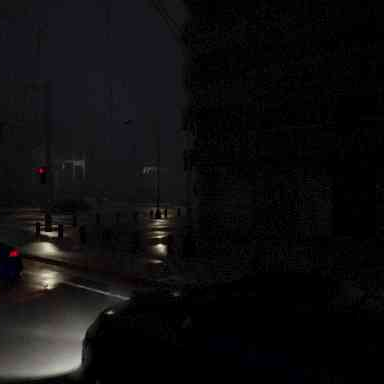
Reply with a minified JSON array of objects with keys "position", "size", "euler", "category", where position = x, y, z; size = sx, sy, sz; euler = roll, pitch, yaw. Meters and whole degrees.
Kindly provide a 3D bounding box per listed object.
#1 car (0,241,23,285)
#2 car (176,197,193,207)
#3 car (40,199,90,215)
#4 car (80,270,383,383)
[{"position":[-6.097,1.564,8.319],"size":[4.181,1.385,1.994],"euler":[0,0,36],"category":"car"},{"position":[-0.148,1.492,50.296],"size":[2.033,1.411,5.357],"euler":[0,0,36],"category":"car"},{"position":[-12.565,1.449,33.121],"size":[1.837,1.490,4.892],"euler":[0,0,36],"category":"car"},{"position":[0.755,1.564,3.452],"size":[4.181,1.385,1.994],"euler":[0,0,36],"category":"car"}]
